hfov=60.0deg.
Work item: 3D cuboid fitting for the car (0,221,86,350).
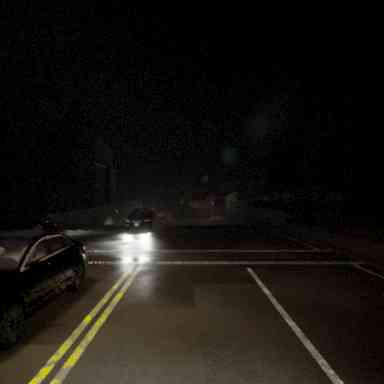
[{"bbox_3d":[-3.539,1.566,6.404,2.128,1.511,4.902,0,-1,0],"label":"car"}]

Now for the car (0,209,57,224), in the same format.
[{"bbox_3d":[-11.085,1.795,21.262,4.674,1.442,1.812,1,-1,-3],"label":"car"}]

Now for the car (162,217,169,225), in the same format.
[{"bbox_3d":[-3.632,3.612,38.228,1.882,1.535,5.008,0,-10,0],"label":"car"}]

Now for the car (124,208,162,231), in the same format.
[{"bbox_3d":[-3.631,1.942,24.230,2.128,1.511,4.902,0,-1,0],"label":"car"}]
